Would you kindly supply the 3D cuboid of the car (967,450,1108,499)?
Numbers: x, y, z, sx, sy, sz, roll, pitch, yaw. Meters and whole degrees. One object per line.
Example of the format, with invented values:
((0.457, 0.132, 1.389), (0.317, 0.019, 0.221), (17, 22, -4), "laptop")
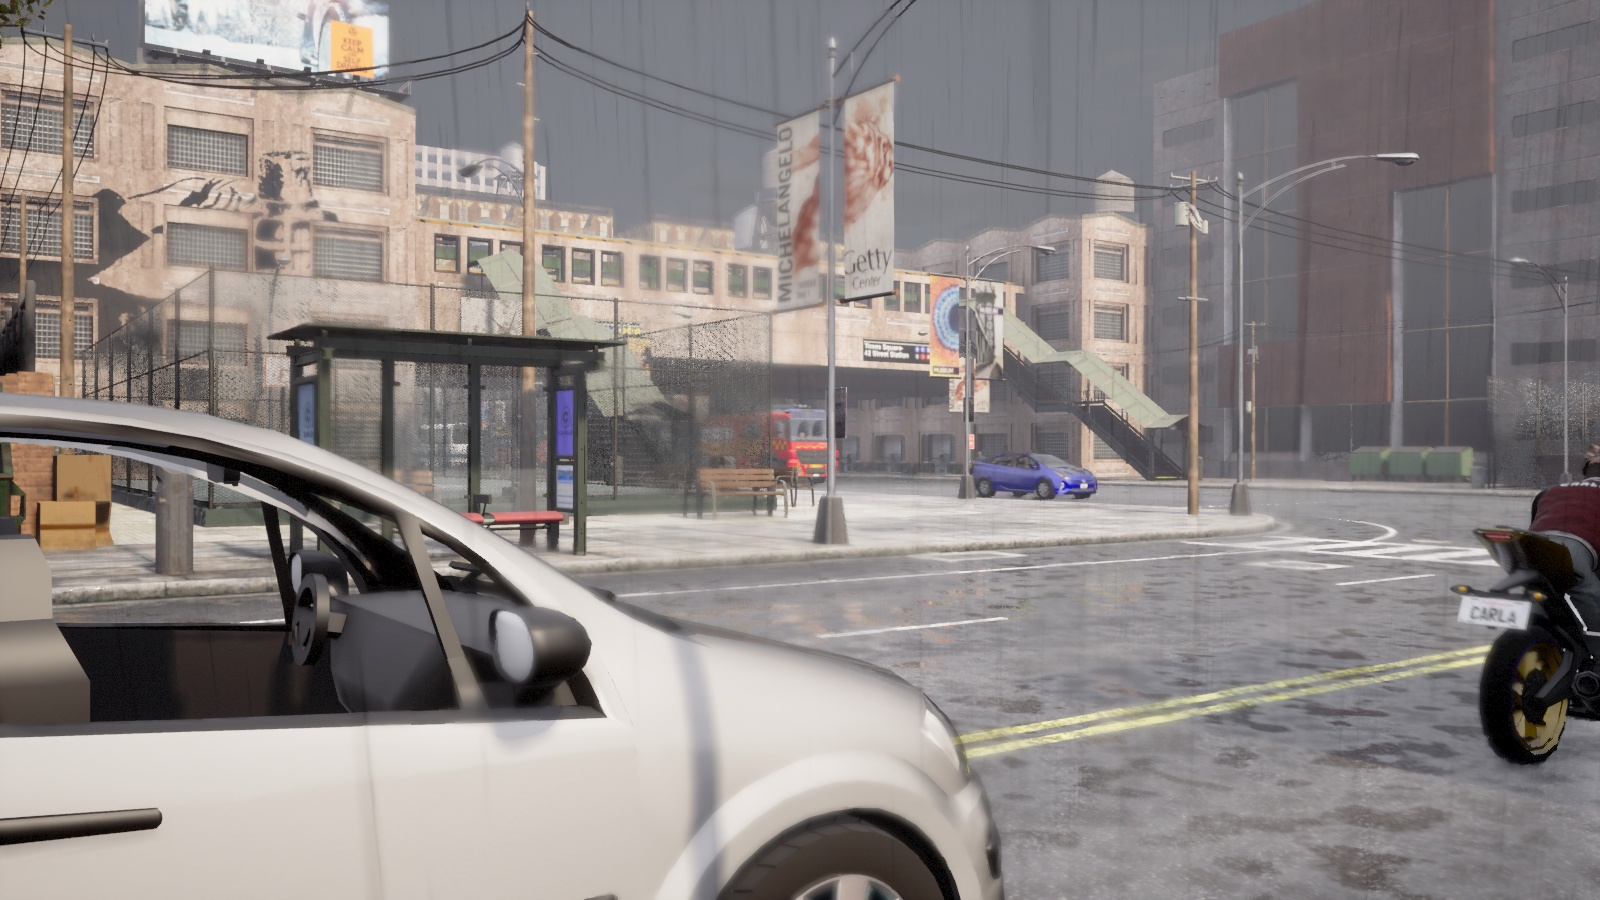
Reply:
((7.815, 0.777, 41.754), (2.007, 1.525, 4.514), (0, 0, -34), "car")

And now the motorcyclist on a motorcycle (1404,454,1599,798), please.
((4.185, 0.787, 6.582), (2.191, 1.530, 0.866), (0, 0, -35), "motorcyclist on a motorcycle")

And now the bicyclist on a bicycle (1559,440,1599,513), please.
((19.666, 0.649, 30.639), (0.659, 1.776, 1.843), (0, 0, -34), "bicyclist on a bicycle")

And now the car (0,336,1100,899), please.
((-1.441, 0.653, 2.657), (3.988, 1.617, 1.851), (0, 0, -35), "car")

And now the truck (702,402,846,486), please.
((-1.414, -0.267, 61.433), (2.891, 3.827, 8.468), (0, 0, -34), "truck")

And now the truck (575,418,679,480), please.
((-10.381, -0.032, 74.742), (2.891, 3.462, 7.936), (0, 0, -34), "truck")
